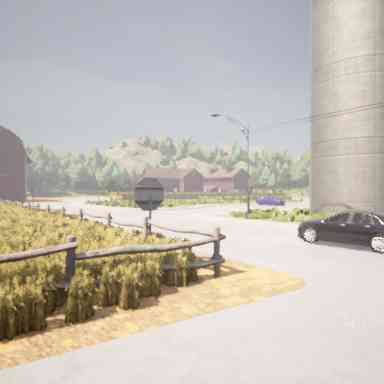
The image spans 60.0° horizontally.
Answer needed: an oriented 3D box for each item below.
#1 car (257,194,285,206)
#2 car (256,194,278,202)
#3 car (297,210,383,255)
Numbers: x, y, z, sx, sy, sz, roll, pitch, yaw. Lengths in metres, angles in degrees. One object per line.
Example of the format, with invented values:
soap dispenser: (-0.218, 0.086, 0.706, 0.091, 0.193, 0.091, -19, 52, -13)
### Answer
car: (12.923, 1.451, 54.180, 2.242, 1.667, 4.611, 0, 0, -36)
car: (16.428, 1.271, 73.149, 1.932, 1.855, 4.605, 0, 0, -36)
car: (6.642, 1.495, 13.558, 1.837, 1.490, 4.892, 0, 0, -36)
